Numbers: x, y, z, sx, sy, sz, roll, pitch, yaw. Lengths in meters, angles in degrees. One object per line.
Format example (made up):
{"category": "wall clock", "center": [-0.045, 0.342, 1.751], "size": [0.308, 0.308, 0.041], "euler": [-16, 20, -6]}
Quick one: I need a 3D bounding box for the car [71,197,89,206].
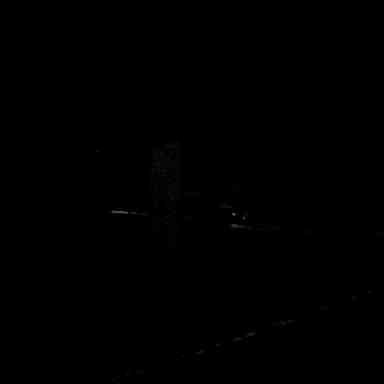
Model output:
{"category": "car", "center": [-18.981, 1.506, 56.040], "size": [2.128, 1.511, 4.902], "euler": [2, -1, -41]}

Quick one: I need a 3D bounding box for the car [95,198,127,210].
{"category": "car", "center": [-9.789, 1.582, 40.604], "size": [1.895, 1.301, 4.718], "euler": [2, -1, -39]}

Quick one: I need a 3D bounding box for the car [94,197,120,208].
{"category": "car", "center": [-12.306, 1.553, 48.224], "size": [1.812, 1.442, 4.674], "euler": [2, -1, -40]}

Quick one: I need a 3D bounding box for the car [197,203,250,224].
{"category": "car", "center": [2.267, 1.537, 25.087], "size": [1.812, 1.442, 4.674], "euler": [1, -1, -37]}
